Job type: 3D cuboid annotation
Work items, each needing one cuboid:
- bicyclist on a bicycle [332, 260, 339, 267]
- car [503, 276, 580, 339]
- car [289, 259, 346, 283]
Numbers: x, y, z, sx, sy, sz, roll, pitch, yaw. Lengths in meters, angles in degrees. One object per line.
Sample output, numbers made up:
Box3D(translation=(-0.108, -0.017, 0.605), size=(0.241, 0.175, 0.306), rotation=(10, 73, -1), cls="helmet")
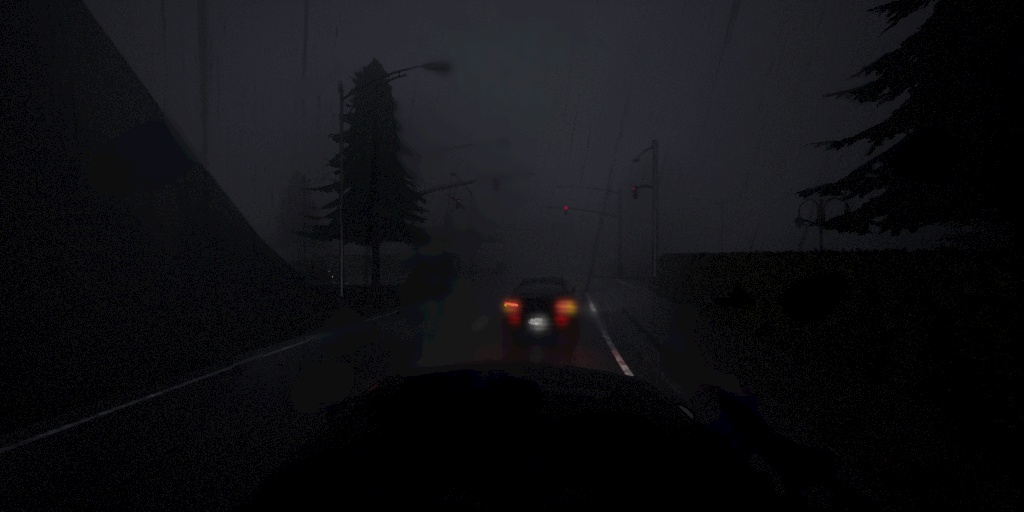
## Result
Box3D(translation=(-17.372, 1.187, 35.331), size=(0.582, 1.620, 1.656), rotation=(0, 0, 8), cls="bicyclist on a bicycle")
Box3D(translation=(0.918, 1.272, 10.056), size=(1.812, 1.442, 4.674), rotation=(0, 0, 9), cls="car")
Box3D(translation=(-15.349, 1.090, 27.909), size=(4.553, 1.767, 2.097), rotation=(0, 0, 9), cls="car")
